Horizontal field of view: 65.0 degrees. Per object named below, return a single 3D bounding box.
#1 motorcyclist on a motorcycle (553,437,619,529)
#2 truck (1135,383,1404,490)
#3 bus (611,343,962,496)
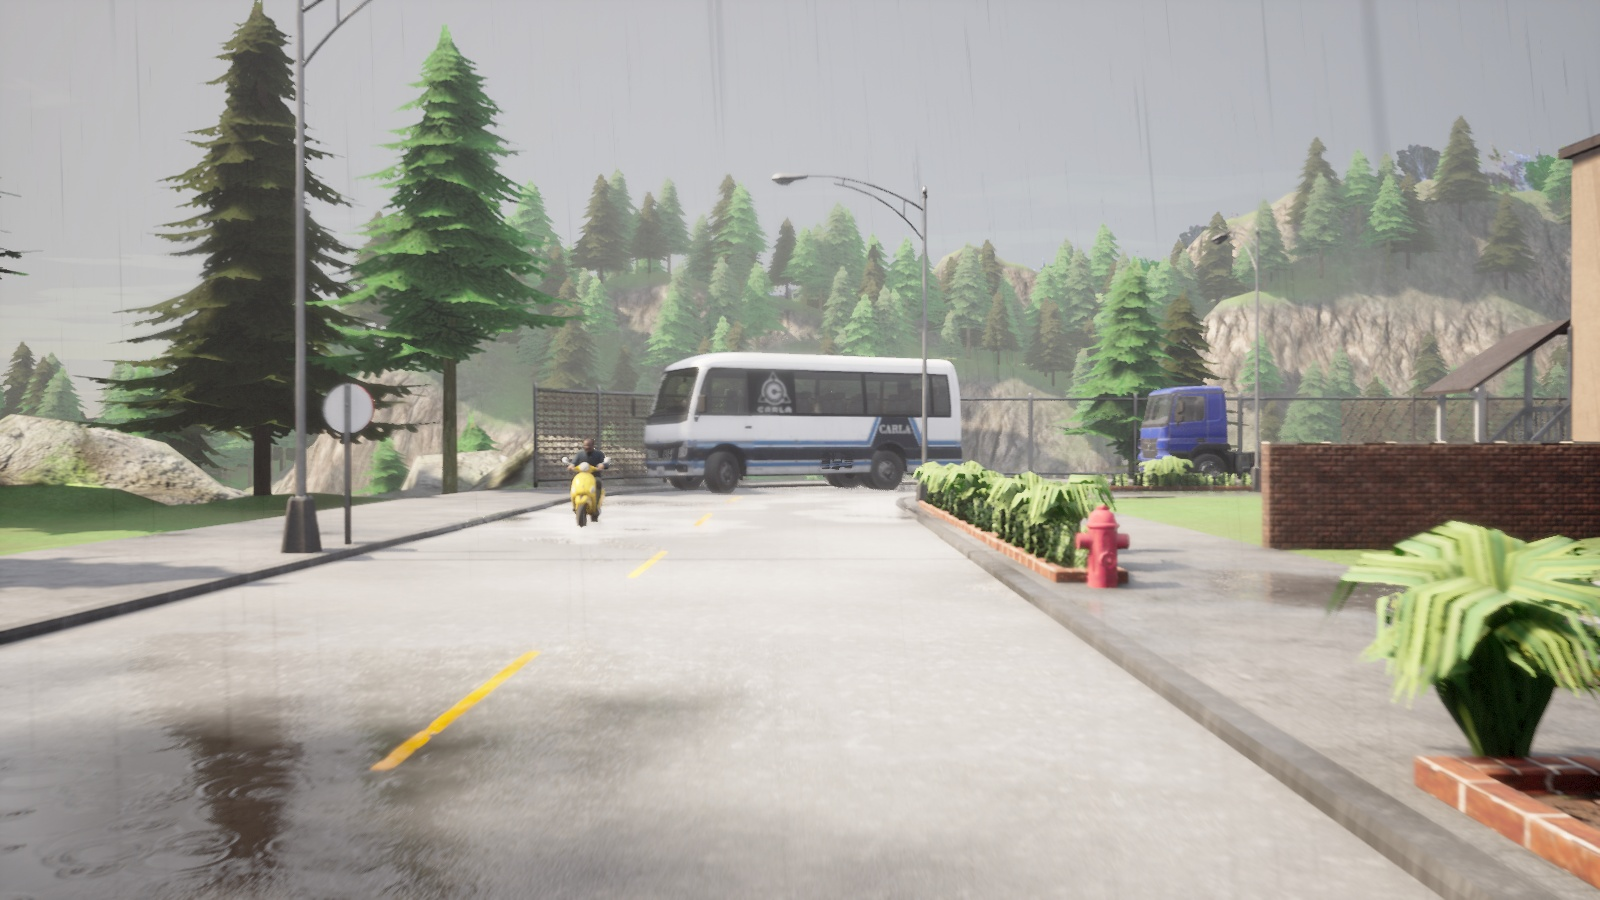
[{"bbox_3d":[-3.847,0.569,22.702,0.866,1.590,1.817,0,0,1],"label":"motorcyclist on a motorcycle"},{"bbox_3d":[15.586,-0.460,42.121,7.936,3.462,2.891,0,0,0],"label":"truck"},{"bbox_3d":[-0.319,-0.849,39.192,10.273,4.253,3.944,0,0,-29],"label":"bus"}]
